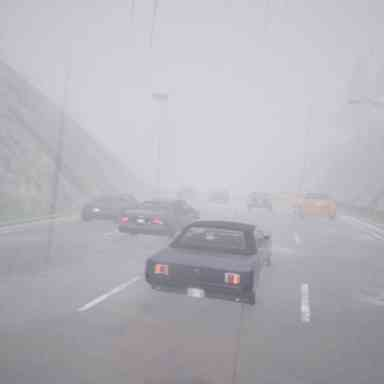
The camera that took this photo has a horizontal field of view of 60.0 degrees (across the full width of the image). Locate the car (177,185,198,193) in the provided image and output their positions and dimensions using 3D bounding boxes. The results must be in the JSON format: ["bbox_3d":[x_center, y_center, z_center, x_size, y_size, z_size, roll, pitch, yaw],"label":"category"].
[{"bbox_3d":[-0.451,0.032,36.036,1.837,1.490,4.892,3,2,6],"label":"car"}]

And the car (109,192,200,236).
[{"bbox_3d":[-1.052,0.947,13.580,2.033,1.411,5.357,3,2,15],"label":"car"}]

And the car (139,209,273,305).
[{"bbox_3d":[0.767,1.307,7.562,1.895,1.301,4.718,3,2,18],"label":"car"}]

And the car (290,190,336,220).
[{"bbox_3d":[8.093,0.741,22.226,2.097,1.767,4.553,3,2,11],"label":"car"}]

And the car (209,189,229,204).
[{"bbox_3d":[2.710,0.375,32.735,1.895,1.301,4.718,2,2,7],"label":"car"}]

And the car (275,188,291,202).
[{"bbox_3d":[10.381,0.280,39.071,1.882,1.535,5.008,2,2,5],"label":"car"}]

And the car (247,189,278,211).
[{"bbox_3d":[5.369,0.668,26.477,2.033,1.411,5.357,2,2,9],"label":"car"}]

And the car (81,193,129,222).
[{"bbox_3d":[-3.805,0.726,16.999,1.994,1.385,4.181,3,2,15],"label":"car"}]
